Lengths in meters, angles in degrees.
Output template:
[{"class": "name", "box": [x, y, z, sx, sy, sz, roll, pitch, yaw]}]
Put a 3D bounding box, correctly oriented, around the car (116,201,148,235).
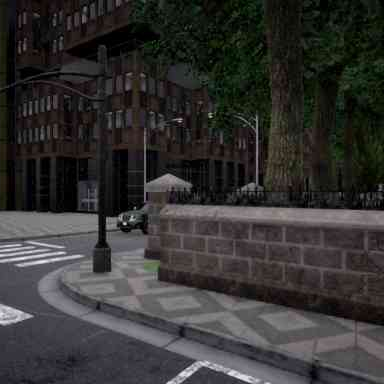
[{"class": "car", "box": [-2.385, 1.584, 22.008, 2.150, 2.045, 5.566, 0, -1, 35]}]
